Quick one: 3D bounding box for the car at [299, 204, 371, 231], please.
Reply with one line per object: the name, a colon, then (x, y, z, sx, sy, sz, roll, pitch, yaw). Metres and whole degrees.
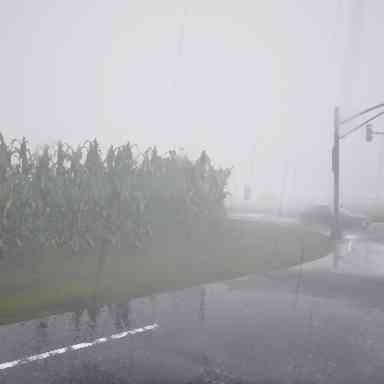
car: (8.582, 1.494, 20.466, 1.812, 1.442, 4.674, 1, -1, -22)
